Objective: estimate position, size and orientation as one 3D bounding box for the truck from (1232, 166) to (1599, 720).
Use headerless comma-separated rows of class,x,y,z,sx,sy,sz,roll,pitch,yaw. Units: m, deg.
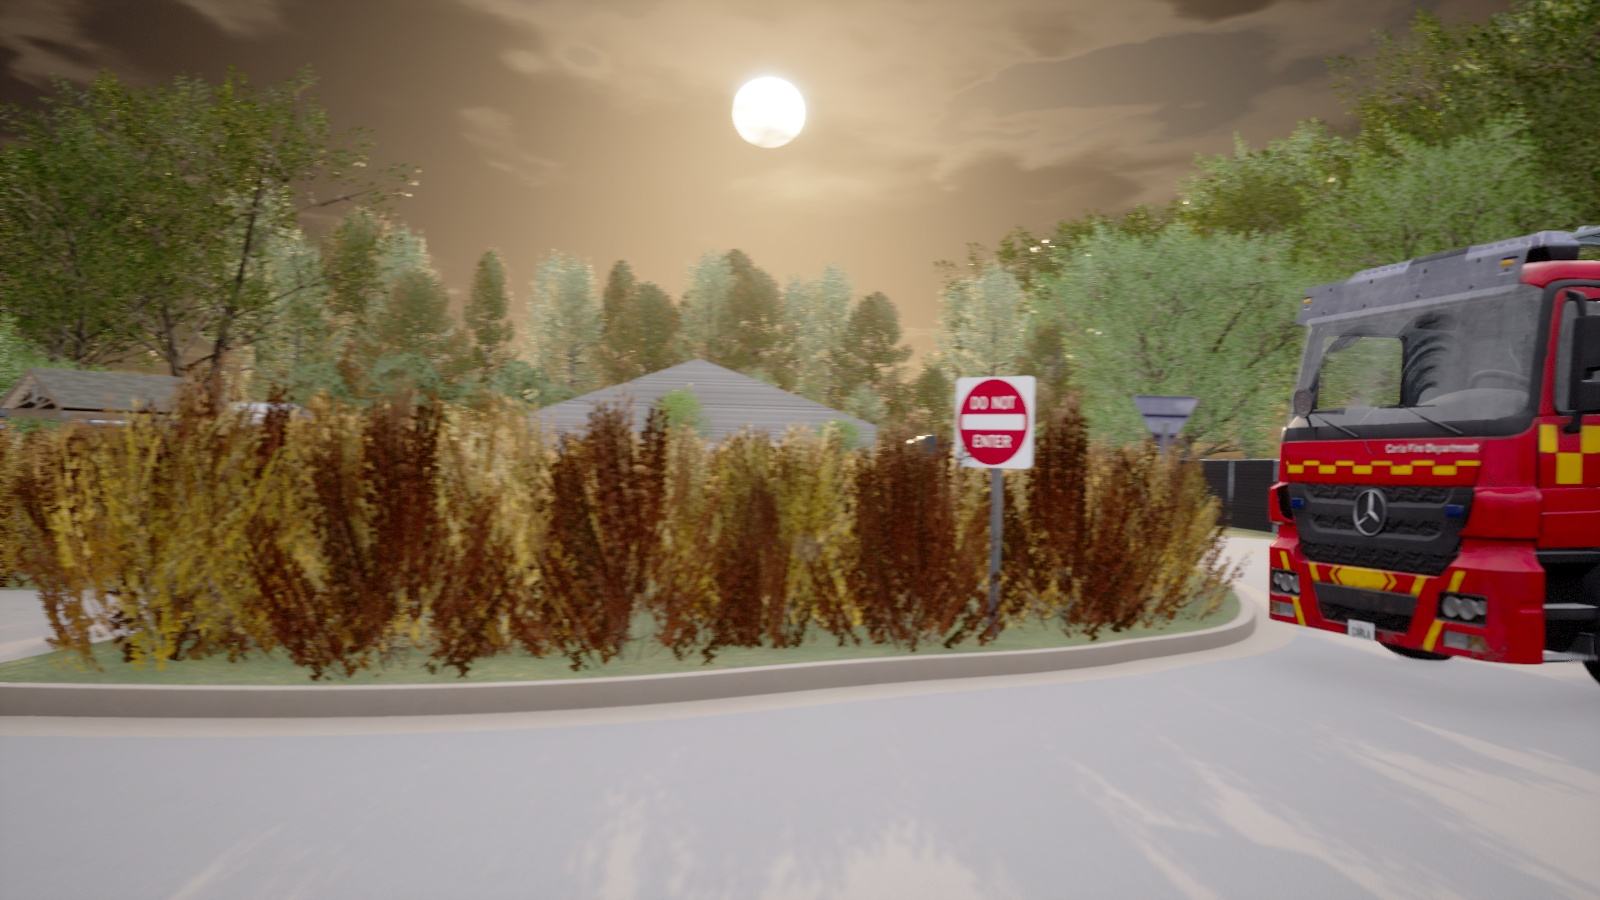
truck,8.414,-0.007,11.139,8.468,3.827,2.891,0,-1,-15
